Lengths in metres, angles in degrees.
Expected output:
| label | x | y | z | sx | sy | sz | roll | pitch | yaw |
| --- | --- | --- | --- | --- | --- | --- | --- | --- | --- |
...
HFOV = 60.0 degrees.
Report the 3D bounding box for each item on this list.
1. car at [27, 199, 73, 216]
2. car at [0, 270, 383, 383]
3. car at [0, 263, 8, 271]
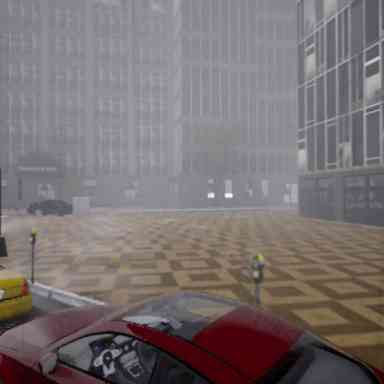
| label | x | y | z | sx | sy | sz | roll | pitch | yaw |
| --- | --- | --- | --- | --- | --- | --- | --- | --- | --- |
| car | -11.362 | 1.329 | 28.333 | 4.892 | 1.490 | 1.837 | 0 | 0 | -14 |
| car | -0.224 | 1.582 | 2.887 | 4.206 | 1.307 | 1.802 | 0 | 0 | 36 |
| car | -4.869 | 1.525 | 6.200 | 4.829 | 1.417 | 1.752 | 0 | 0 | 36 |
